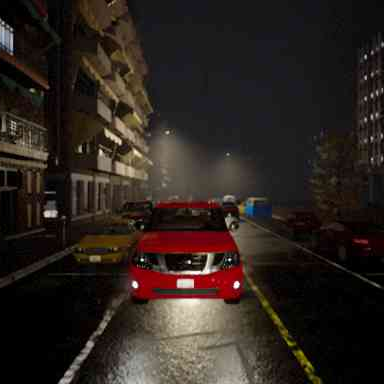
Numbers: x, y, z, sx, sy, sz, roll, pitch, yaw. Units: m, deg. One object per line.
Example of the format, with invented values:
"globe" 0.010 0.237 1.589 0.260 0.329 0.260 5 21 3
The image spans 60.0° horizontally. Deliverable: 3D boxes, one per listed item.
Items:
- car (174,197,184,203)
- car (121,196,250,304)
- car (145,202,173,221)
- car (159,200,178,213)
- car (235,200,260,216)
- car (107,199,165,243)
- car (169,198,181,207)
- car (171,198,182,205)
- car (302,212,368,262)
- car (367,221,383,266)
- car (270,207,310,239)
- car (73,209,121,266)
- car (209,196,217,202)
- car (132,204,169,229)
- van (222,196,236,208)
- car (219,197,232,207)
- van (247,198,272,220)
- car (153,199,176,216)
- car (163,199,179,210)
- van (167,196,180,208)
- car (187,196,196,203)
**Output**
"car" -2.806 1.762 72.682 1.947 1.339 4.313 0 0 0
"car" -0.112 1.240 8.514 2.150 2.045 5.566 0 0 0
"car" -2.741 1.612 28.470 2.008 1.369 4.403 0 0 0
"car" -2.757 1.657 39.523 1.947 1.339 4.313 0 0 0
"car" 5.631 1.606 34.178 1.752 1.417 4.829 0 0 0
"car" -2.726 1.351 17.417 2.192 1.841 5.009 0 0 0
"car" -2.782 1.724 56.103 1.802 1.307 4.206 0 0 0
"car" -2.790 1.741 61.629 1.802 1.307 4.206 0 0 0
"car" 5.664 1.609 11.903 1.802 1.307 4.206 0 0 0
"car" 5.671 1.542 6.546 1.752 1.417 4.829 0 0 0
"car" 5.655 1.621 17.428 1.802 1.307 4.206 0 0 0
"car" -2.717 1.548 11.721 1.752 1.417 4.829 0 0 0
"car" 5.550 1.805 89.275 1.887 1.381 4.507 0 0 0
"car" -2.732 1.599 22.944 2.008 1.369 4.403 0 0 0
"van" 5.605 1.469 50.590 1.690 1.788 3.998 0 0 0
"car" 5.598 1.671 56.285 1.752 1.417 4.829 0 0 0
"van" 5.638 1.407 28.483 1.690 1.788 3.998 0 0 0
"car" -2.749 1.516 33.996 1.967 1.590 4.097 0 0 0
"car" -2.765 1.652 45.050 1.887 1.381 4.507 0 0 0
"van" -2.775 1.465 50.578 1.690 1.788 3.998 0 0 0
"car" -0.111 1.693 73.808 2.128 1.511 4.902 0 0 0
